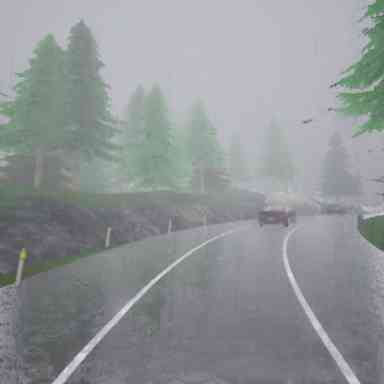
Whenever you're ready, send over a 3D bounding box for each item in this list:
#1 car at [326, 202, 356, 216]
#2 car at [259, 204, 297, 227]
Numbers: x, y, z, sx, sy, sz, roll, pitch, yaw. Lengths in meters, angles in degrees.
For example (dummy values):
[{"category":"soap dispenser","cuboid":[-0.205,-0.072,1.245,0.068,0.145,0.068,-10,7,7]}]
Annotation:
[{"category":"car","cuboid":[17.328,1.913,38.601,4.902,1.511,2.128,1,-5,-44]},{"category":"car","cuboid":[6.179,1.619,23.647,1.882,1.535,5.008,-3,-2,26]}]
